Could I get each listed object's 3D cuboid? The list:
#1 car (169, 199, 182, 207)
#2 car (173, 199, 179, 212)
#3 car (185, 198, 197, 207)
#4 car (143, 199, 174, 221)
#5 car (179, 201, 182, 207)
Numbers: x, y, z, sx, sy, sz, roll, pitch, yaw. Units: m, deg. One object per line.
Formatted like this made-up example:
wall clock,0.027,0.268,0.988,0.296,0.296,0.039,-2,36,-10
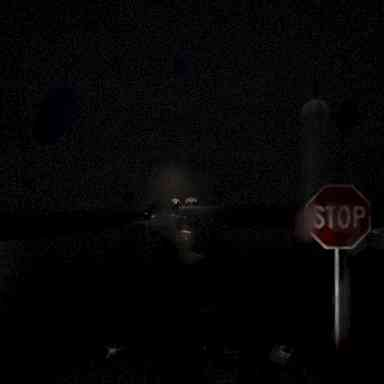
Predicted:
car,-2.894,1.993,59.183,1.994,1.385,4.181,0,-1,1
car,-2.922,1.754,38.719,1.895,1.301,4.718,0,-1,0
car,-0.128,1.811,61.203,2.097,1.767,4.553,0,-1,0
car,-2.927,1.613,28.484,2.033,1.411,5.357,0,0,0
car,-2.930,1.777,49.205,2.128,1.511,4.902,0,-1,0
